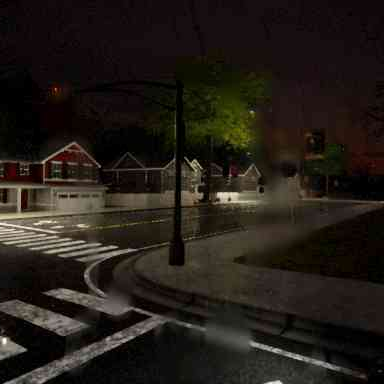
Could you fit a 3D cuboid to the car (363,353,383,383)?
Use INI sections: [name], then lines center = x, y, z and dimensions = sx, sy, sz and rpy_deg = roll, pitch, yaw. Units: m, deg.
[car]
center = 3.328, 1.506, 1.308
dimensions = 4.892, 1.490, 1.837
rpy_deg = 0, 0, 35
